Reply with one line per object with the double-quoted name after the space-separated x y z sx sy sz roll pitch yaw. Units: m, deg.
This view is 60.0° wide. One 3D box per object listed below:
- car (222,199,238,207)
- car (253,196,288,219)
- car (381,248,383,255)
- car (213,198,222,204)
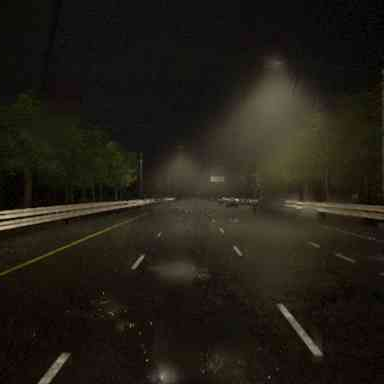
7.222 2.031 60.667 2.033 1.411 5.357 0 -1 0 "car"
7.061 1.354 30.362 2.150 2.045 5.566 0 0 0 "car"
7.008 1.560 8.208 2.033 1.411 5.357 0 0 0 "car"
7.452 2.384 87.815 2.033 1.411 5.357 0 -1 1 "car"
